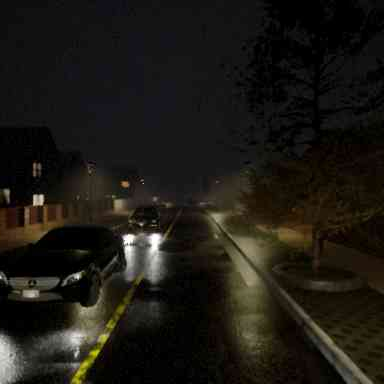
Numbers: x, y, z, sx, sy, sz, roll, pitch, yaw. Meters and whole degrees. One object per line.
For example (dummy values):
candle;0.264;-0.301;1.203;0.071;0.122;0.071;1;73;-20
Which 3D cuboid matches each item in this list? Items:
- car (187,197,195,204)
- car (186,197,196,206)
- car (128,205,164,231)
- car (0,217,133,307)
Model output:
car;-0.172;1.910;74.078;1.812;1.442;4.674;0;-1;0
car;-0.146;1.974;63.656;2.033;1.411;5.357;0;0;0
car;-2.865;1.627;21.355;1.837;1.490;4.892;0;0;0
car;-2.856;1.572;8.234;1.812;1.442;4.674;0;-1;0
